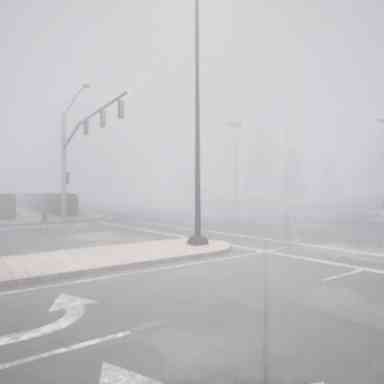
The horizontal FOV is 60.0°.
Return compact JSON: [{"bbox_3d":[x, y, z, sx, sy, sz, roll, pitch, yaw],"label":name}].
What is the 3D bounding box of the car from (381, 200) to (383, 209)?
[{"bbox_3d":[24.956,1.147,39.994,5.566,2.045,2.150,-2,1,-35],"label":"car"}]
